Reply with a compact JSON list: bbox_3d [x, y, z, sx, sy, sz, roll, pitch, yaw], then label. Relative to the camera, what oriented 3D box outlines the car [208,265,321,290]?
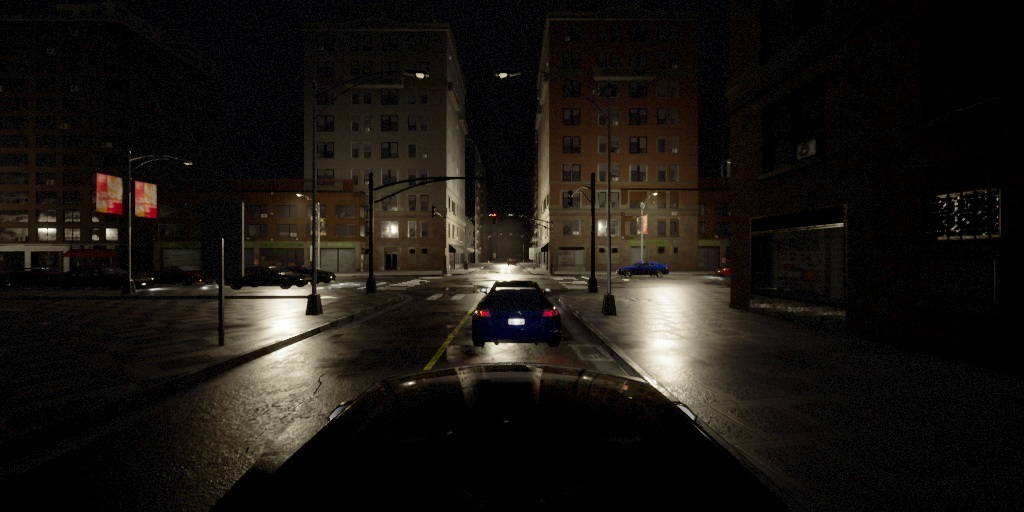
[{"bbox_3d":[-15.457,1.350,22.626,5.357,1.411,2.033,0,0,0],"label":"car"}]

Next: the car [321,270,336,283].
[{"bbox_3d":[-15.043,1.364,25.876,4.181,1.385,1.994,0,0,0],"label":"car"}]

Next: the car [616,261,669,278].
[{"bbox_3d":[11.860,1.218,32.707,4.674,1.442,1.812,0,0,0],"label":"car"}]

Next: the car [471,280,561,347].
[{"bbox_3d":[0.097,1.314,9.343,1.994,1.385,4.181,0,0,0],"label":"car"}]

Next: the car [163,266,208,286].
[{"bbox_3d":[-23.824,1.399,25.832,4.181,1.385,1.994,0,0,-1],"label":"car"}]

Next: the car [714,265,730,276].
[{"bbox_3d":[20.900,1.225,32.746,4.181,1.385,1.994,0,0,0],"label":"car"}]

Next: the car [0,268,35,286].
[{"bbox_3d":[-33.716,1.469,25.794,4.718,1.301,1.895,0,0,0],"label":"car"}]

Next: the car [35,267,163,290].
[{"bbox_3d":[-25.837,1.390,22.578,5.357,1.411,2.033,0,0,0],"label":"car"}]
